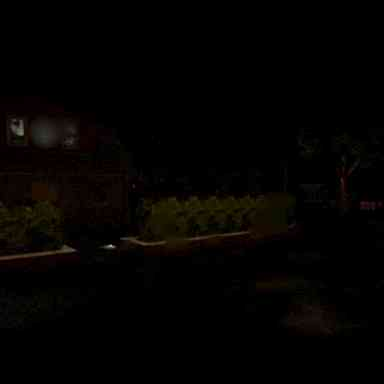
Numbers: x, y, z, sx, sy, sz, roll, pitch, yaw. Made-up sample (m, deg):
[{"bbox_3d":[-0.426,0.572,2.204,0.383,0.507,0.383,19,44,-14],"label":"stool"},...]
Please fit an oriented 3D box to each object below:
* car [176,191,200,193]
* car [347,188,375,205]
[{"bbox_3d":[0.195,0.949,33.820,2.150,2.045,5.566,-1,1,-35],"label":"car"},{"bbox_3d":[18.056,0.490,36.717,3.866,1.878,1.905,-1,0,0],"label":"car"}]
